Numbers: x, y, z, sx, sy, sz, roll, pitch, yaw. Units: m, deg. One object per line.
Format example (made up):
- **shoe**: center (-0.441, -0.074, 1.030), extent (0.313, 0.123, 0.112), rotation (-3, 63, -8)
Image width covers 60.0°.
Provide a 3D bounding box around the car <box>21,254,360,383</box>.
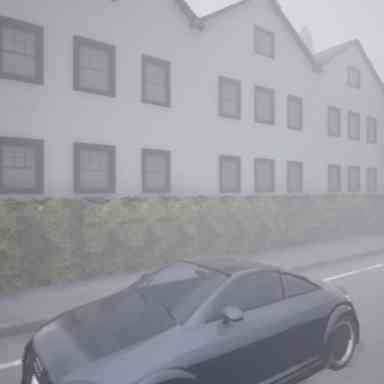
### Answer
- **car**: center (0.219, 1.559, 4.140), extent (4.181, 1.385, 1.994), rotation (0, 0, -35)
